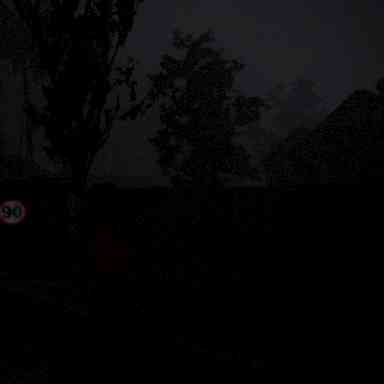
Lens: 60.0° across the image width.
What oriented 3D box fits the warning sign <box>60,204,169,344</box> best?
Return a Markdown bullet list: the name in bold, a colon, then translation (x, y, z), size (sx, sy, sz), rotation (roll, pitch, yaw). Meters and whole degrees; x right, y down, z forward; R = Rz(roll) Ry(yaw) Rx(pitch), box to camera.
- **warning sign**: translation (-1.225, 1.155, 5.407), size (1.060, 1.860, 1.300), rotation (-1, 0, 35)
